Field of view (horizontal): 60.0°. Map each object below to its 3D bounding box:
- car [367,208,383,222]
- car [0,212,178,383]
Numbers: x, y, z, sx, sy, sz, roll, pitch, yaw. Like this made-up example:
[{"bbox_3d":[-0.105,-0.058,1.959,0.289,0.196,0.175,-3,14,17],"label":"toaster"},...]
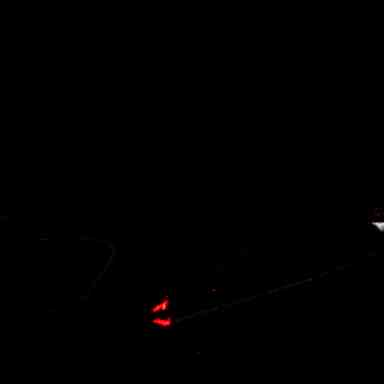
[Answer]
[{"bbox_3d":[20.771,2.468,36.528,1.882,1.535,5.008,-1,-3,13],"label":"car"},{"bbox_3d":[-2.713,1.222,2.166,5.566,2.045,2.150,0,0,-37],"label":"car"}]
